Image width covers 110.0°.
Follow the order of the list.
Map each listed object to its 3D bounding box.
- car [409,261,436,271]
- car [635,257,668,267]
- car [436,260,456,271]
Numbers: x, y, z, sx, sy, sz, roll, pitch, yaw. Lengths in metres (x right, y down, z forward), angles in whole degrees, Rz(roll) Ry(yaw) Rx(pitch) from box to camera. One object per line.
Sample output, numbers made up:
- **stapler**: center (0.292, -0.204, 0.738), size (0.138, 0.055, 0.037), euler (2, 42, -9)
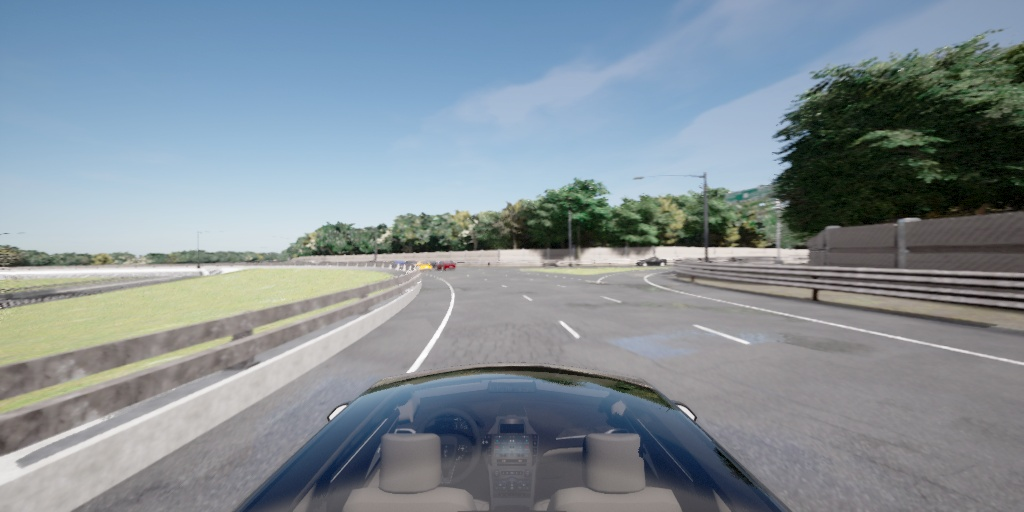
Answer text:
- **car**: center (-13.171, 1.484, 52.582), size (1.882, 1.535, 5.008), euler (-1, 0, -29)
- **car**: center (21.988, 0.986, 56.577), size (4.892, 1.490, 1.837), euler (-1, 0, -6)
- **car**: center (-10.012, 1.432, 54.091), size (1.882, 1.535, 5.008), euler (-1, 0, -29)
